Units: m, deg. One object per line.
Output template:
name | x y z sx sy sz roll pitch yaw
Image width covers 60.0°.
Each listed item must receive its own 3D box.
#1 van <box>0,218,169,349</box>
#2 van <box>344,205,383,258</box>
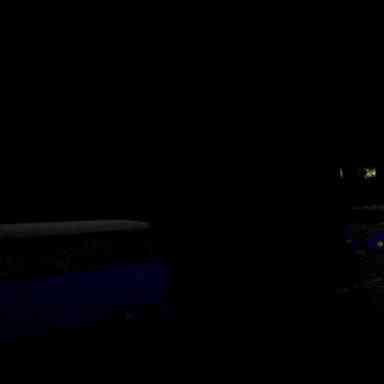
van | -2.284 1.340 4.910 3.998 1.788 1.690 0 0 -35
van | 6.914 1.331 11.469 3.998 1.788 1.690 0 0 -35
